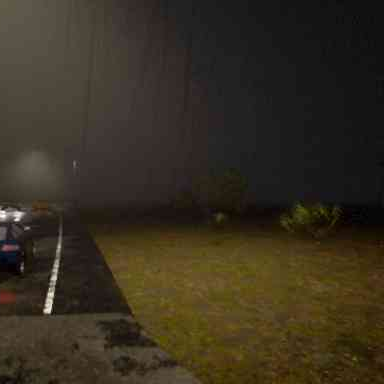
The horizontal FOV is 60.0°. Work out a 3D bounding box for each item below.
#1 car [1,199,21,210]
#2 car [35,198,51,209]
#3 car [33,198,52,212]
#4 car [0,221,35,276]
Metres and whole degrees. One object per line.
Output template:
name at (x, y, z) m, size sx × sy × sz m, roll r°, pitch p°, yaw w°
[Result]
car at (-22.382, 1.570, 41.312) m, size 1.895 × 1.301 × 4.718 m, roll 1°, pitch 0°, yaw -24°
car at (-21.560, 1.630, 48.113) m, size 1.895 × 1.301 × 4.718 m, roll 1°, pitch 0°, yaw -24°
car at (-17.557, 1.489, 39.055) m, size 1.882 × 1.535 × 5.008 m, roll 1°, pitch 0°, yaw -23°
car at (-5.970, 1.550, 10.014) m, size 1.994 × 1.385 × 4.181 m, roll 1°, pitch 0°, yaw -20°
